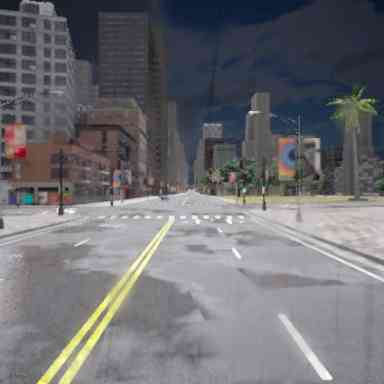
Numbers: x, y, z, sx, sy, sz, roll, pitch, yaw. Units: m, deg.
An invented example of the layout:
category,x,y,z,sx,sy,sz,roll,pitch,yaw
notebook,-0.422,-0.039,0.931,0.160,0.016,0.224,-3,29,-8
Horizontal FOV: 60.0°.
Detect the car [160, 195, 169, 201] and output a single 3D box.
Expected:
category,x,y,z,sx,sy,sz,roll,pitch,yaw
car,-6.582,1.468,80.382,2.033,1.411,5.357,0,0,0
